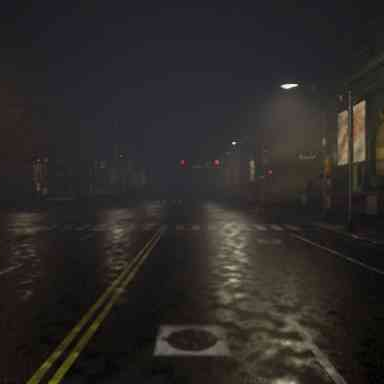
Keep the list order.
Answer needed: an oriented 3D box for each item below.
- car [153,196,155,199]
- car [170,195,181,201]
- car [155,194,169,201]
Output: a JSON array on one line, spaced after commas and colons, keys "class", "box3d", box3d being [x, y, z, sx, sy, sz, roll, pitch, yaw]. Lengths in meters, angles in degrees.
[{"class": "car", "box3d": [-9.446, 1.386, 93.918, 2.033, 1.411, 5.357, 0, 0, -21]}, {"class": "car", "box3d": [-3.543, 1.394, 79.559, 1.812, 1.442, 4.674, 0, 0, 0]}, {"class": "car", "box3d": [-7.045, 1.397, 78.039, 1.812, 1.442, 4.674, 0, 0, 0]}]
